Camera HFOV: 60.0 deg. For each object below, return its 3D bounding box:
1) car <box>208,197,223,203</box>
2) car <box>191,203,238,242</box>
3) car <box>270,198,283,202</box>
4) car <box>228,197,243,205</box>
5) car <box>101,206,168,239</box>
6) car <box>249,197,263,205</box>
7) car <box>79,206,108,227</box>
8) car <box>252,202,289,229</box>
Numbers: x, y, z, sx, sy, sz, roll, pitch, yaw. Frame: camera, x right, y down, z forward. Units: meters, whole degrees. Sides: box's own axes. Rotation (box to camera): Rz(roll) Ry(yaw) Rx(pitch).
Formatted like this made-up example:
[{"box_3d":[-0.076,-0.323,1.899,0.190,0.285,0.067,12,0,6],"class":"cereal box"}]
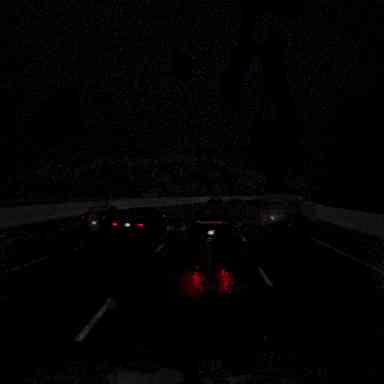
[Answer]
[{"box_3d":[4.331,1.572,61.571,1.812,1.442,4.674,0,0,21],"class":"car"},{"box_3d":[1.038,1.502,16.412,2.128,1.511,4.902,0,0,6],"class":"car"},{"box_3d":[15.294,1.726,60.377,1.994,1.385,4.181,1,0,22],"class":"car"},{"box_3d":[8.100,1.650,61.376,1.994,1.385,4.181,1,0,21],"class":"car"},{"box_3d":[-2.565,1.521,17.240,2.033,1.411,5.357,1,0,7],"class":"car"},{"box_3d":[11.732,1.616,60.928,2.128,1.511,4.902,0,0,21],"class":"car"},{"box_3d":[-5.512,1.543,21.864,1.895,1.301,4.718,1,0,7],"class":"car"},{"box_3d":[5.338,1.621,22.578,1.994,1.385,4.181,1,0,8],"class":"car"}]
